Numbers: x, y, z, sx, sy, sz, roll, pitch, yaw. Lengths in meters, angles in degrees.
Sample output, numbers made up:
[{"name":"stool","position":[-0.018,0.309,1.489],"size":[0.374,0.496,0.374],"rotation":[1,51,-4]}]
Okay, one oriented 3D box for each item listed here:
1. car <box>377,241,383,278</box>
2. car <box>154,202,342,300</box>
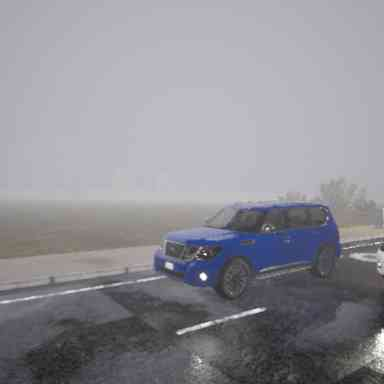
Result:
[{"name":"car","position":[7.167,1.355,8.810],"size":[5.566,2.045,2.150],"rotation":[1,-1,-36]},{"name":"car","position":[1.752,1.302,8.935],"size":[5.566,2.045,2.150],"rotation":[1,-1,-36]}]
